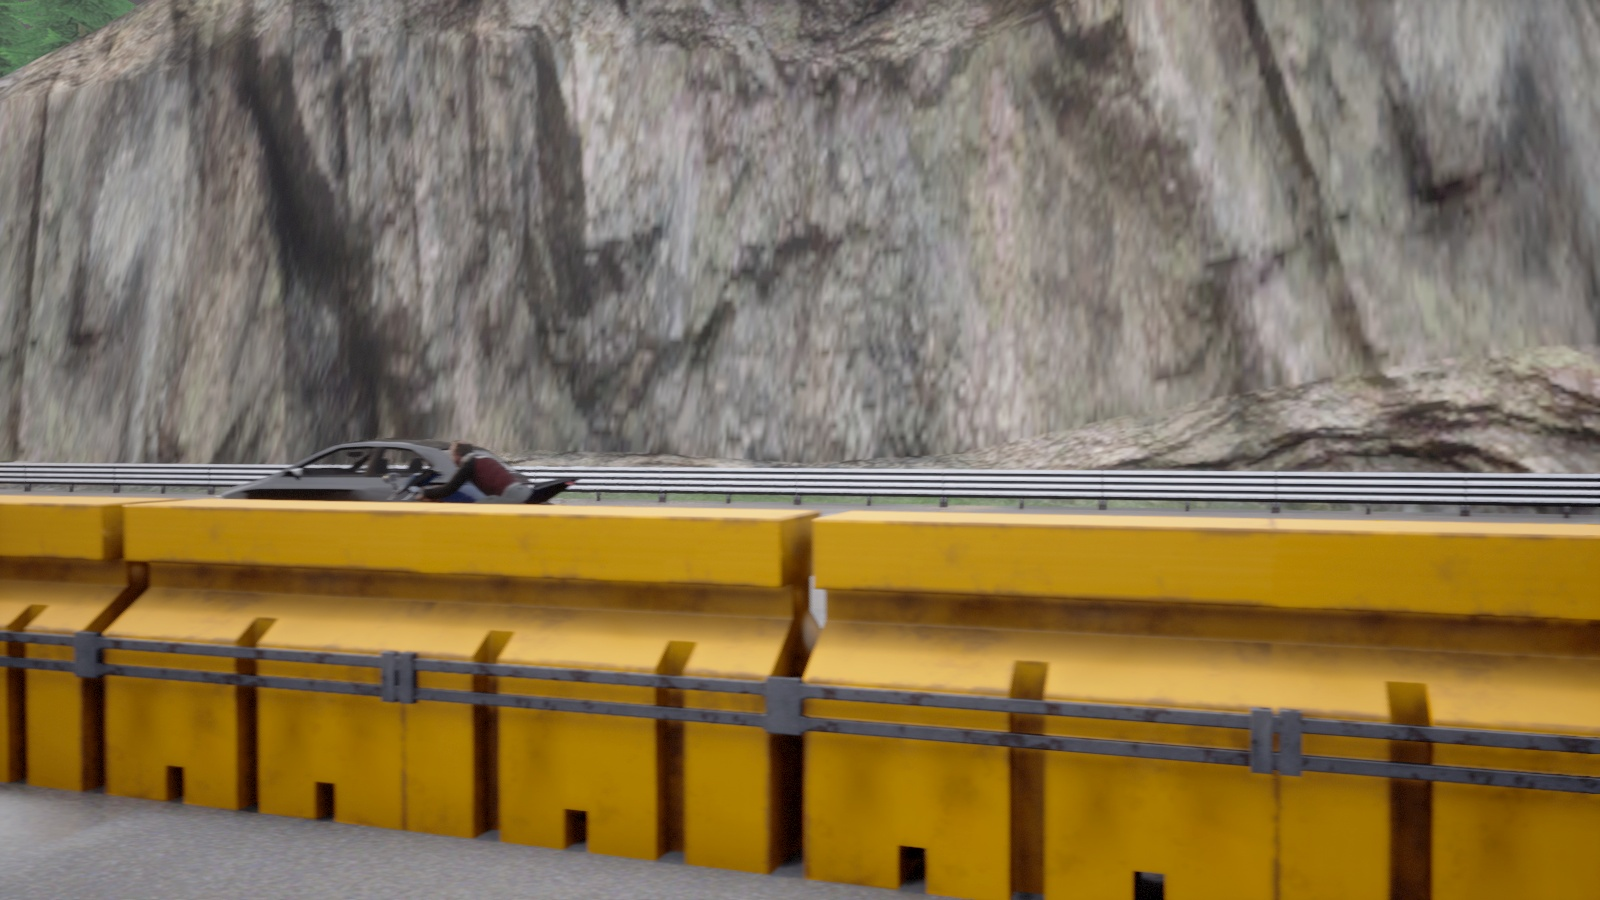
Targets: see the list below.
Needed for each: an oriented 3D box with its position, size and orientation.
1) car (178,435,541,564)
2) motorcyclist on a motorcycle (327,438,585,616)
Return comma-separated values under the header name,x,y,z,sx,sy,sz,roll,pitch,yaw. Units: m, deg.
name,x,y,z,sx,sy,sz,roll,pitch,yaw
car,-5.660,0.559,16.199,4.193,1.474,1.816,1,1,19
motorcyclist on a motorcycle,-3.185,0.663,11.649,2.191,1.530,0.866,0,1,19
